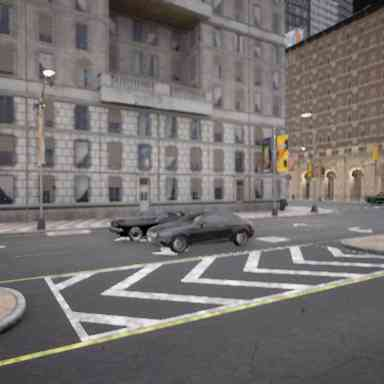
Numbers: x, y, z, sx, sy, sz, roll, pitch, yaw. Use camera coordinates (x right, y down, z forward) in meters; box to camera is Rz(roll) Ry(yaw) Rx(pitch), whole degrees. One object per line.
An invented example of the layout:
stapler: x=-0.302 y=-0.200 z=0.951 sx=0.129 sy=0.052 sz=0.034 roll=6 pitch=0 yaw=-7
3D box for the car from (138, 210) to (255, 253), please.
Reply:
car: x=0.439 y=1.481 z=13.457 sx=4.674 sy=1.442 sz=1.812 roll=0 pitch=0 yaw=-30

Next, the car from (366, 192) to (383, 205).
car: x=27.763 y=0.923 z=47.243 sx=2.150 sy=2.045 sz=5.566 roll=0 pitch=0 yaw=-29

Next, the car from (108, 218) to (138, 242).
car: x=-1.612 y=1.557 z=16.311 sx=4.718 sy=1.301 sz=1.895 roll=0 pitch=0 yaw=-30
